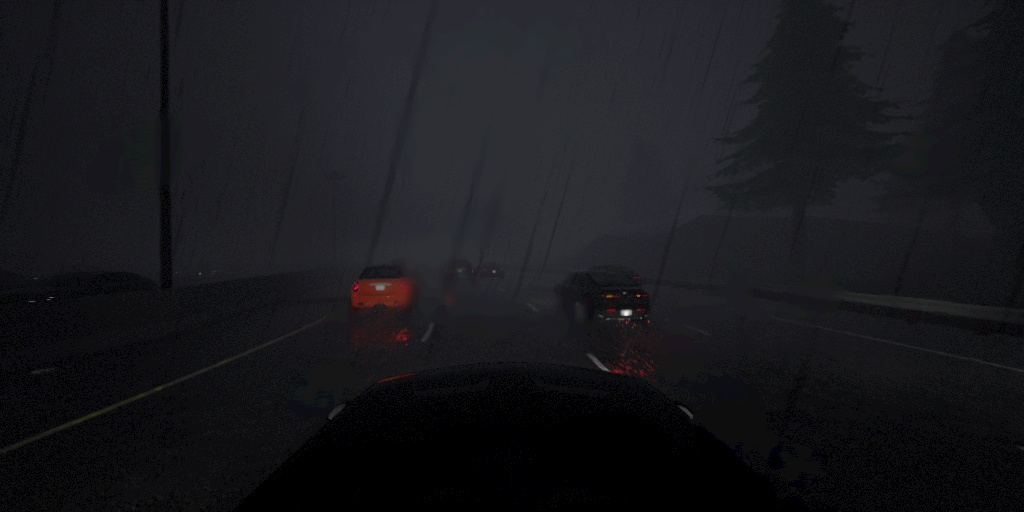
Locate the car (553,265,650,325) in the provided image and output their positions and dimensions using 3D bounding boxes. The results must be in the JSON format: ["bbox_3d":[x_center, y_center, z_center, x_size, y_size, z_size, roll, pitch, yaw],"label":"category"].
[{"bbox_3d":[2.673,1.211,11.673,1.837,1.490,4.892,0,0,-7],"label":"car"}]

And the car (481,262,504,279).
[{"bbox_3d":[-2.147,1.233,31.050,1.994,1.385,4.181,0,0,-20],"label":"car"}]

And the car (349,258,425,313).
[{"bbox_3d":[-4.781,1.086,14.154,2.097,1.767,4.553,0,0,-9],"label":"car"}]

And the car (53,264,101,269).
[{"bbox_3d":[-29.697,1.324,24.338,1.837,1.490,4.892,0,0,-25],"label":"car"}]

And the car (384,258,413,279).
[{"bbox_3d":[-10.565,1.054,33.203,2.097,1.767,4.553,0,0,-23],"label":"car"}]

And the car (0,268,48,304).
[{"bbox_3d":[-22.840,1.322,14.813,1.837,1.490,4.892,0,0,-14],"label":"car"}]

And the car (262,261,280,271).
[{"bbox_3d":[-33.246,1.359,49.444,1.895,1.301,4.718,0,0,-36],"label":"car"}]

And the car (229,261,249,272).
[{"bbox_3d":[-36.353,1.342,47.754,1.994,1.385,4.181,0,0,-36],"label":"car"}]

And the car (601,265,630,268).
[{"bbox_3d":[4.994,1.178,18.943,1.837,1.490,4.892,0,0,-11],"label":"car"}]

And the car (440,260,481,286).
[{"bbox_3d":[-3.864,1.048,25.237,2.097,1.767,4.553,0,0,-17],"label":"car"}]

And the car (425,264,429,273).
[{"bbox_3d":[-11.143,1.241,41.945,1.994,1.385,4.181,0,0,-30],"label":"car"}]

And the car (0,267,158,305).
[{"bbox_3d":[-15.330,1.292,12.861,1.837,1.490,4.892,0,0,-11],"label":"car"}]
